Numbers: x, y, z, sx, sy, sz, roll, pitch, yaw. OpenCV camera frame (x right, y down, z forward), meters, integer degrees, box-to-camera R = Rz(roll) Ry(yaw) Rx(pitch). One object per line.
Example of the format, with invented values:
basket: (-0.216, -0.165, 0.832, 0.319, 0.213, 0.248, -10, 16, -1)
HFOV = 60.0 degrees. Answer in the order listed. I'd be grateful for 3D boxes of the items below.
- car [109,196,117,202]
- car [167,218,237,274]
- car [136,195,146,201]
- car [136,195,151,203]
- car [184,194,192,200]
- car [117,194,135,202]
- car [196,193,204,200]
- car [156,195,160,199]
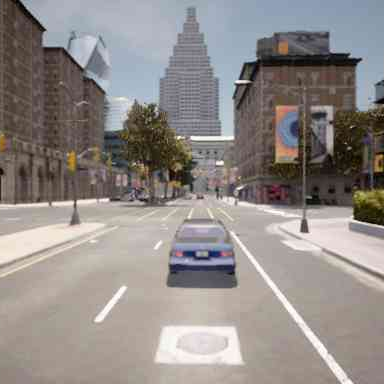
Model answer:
car: (-16.458, 1.475, 71.578, 1.895, 1.301, 4.718, 0, 0, 1)
car: (0.314, 1.533, 10.464, 2.033, 1.411, 5.357, 0, 0, 2)
car: (-12.886, 1.422, 84.190, 1.994, 1.385, 4.181, 0, 0, 1)
car: (-9.784, 1.490, 68.547, 1.895, 1.301, 4.718, 0, 0, 1)
car: (-1.192, 1.396, 91.643, 1.812, 1.442, 4.674, 0, 0, 1)
car: (-13.281, 1.244, 68.683, 2.097, 1.767, 4.553, 0, 0, 1)
car: (2.307, 1.232, 91.523, 2.097, 1.767, 4.553, 0, 0, 1)
car: (-9.387, 1.470, 84.079, 1.895, 1.301, 4.718, 0, 0, 1)
